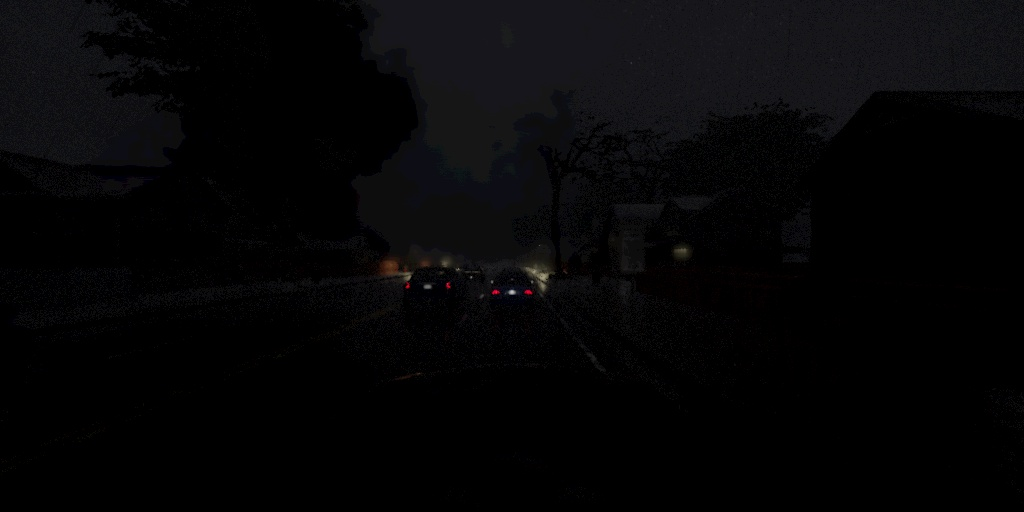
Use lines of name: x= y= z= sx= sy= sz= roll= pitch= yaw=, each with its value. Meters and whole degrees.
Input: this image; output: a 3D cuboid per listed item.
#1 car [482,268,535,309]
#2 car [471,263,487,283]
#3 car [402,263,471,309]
car: x=0.004 y=1.430 z=15.838 sx=2.033 sy=1.411 sz=5.357 roll=0 pitch=-1 yaw=0
car: x=-3.239 y=1.532 z=31.147 sx=2.128 sy=1.511 sz=4.902 roll=0 pitch=-1 yaw=0
car: x=-3.244 y=1.233 z=15.920 sx=2.097 sy=1.767 sz=4.553 roll=0 pitch=-1 yaw=0
